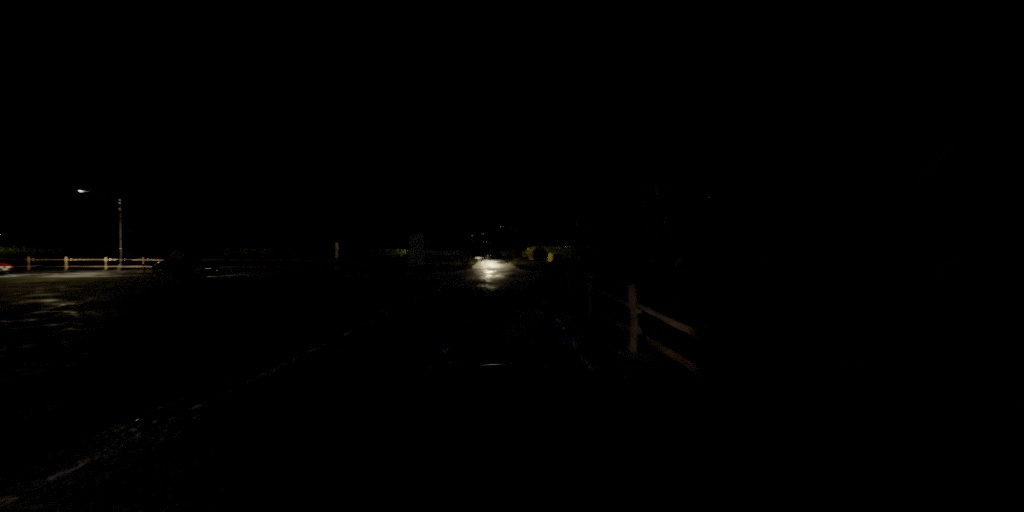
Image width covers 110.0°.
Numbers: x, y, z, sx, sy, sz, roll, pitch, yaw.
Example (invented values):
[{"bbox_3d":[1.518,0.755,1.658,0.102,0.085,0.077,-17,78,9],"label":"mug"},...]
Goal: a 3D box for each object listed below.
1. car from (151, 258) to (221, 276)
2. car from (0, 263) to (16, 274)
[{"bbox_3d":[-27.880,0.938,30.773,4.892,1.490,1.837,1,1,-3],"label":"car"},{"bbox_3d":[-44.847,0.842,30.019,4.674,1.442,1.812,0,1,-2],"label":"car"}]
